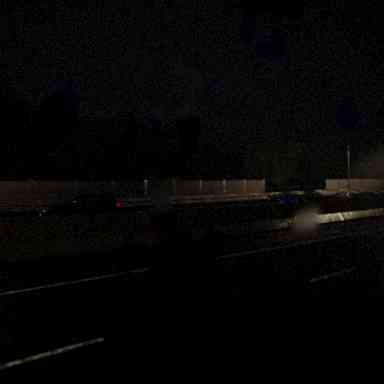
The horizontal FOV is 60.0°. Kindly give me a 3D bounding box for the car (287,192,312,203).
[{"bbox_3d":[14.076,0.783,39.942,4.892,1.490,1.837,-2,1,-36],"label":"car"}]

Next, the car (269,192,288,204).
[{"bbox_3d":[11.982,0.760,42.746,5.008,1.535,1.882,-2,1,-36],"label":"car"}]

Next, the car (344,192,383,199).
[{"bbox_3d":[18.176,0.750,34.270,5.008,1.535,1.882,-2,1,-36],"label":"car"}]

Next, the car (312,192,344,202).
[{"bbox_3d":[16.160,0.822,37.133,5.357,1.411,2.033,-2,1,-36],"label":"car"}]

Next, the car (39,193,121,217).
[{"bbox_3d":[-7.962,1.143,24.033,5.566,2.045,2.150,-1,0,-35],"label":"car"}]
